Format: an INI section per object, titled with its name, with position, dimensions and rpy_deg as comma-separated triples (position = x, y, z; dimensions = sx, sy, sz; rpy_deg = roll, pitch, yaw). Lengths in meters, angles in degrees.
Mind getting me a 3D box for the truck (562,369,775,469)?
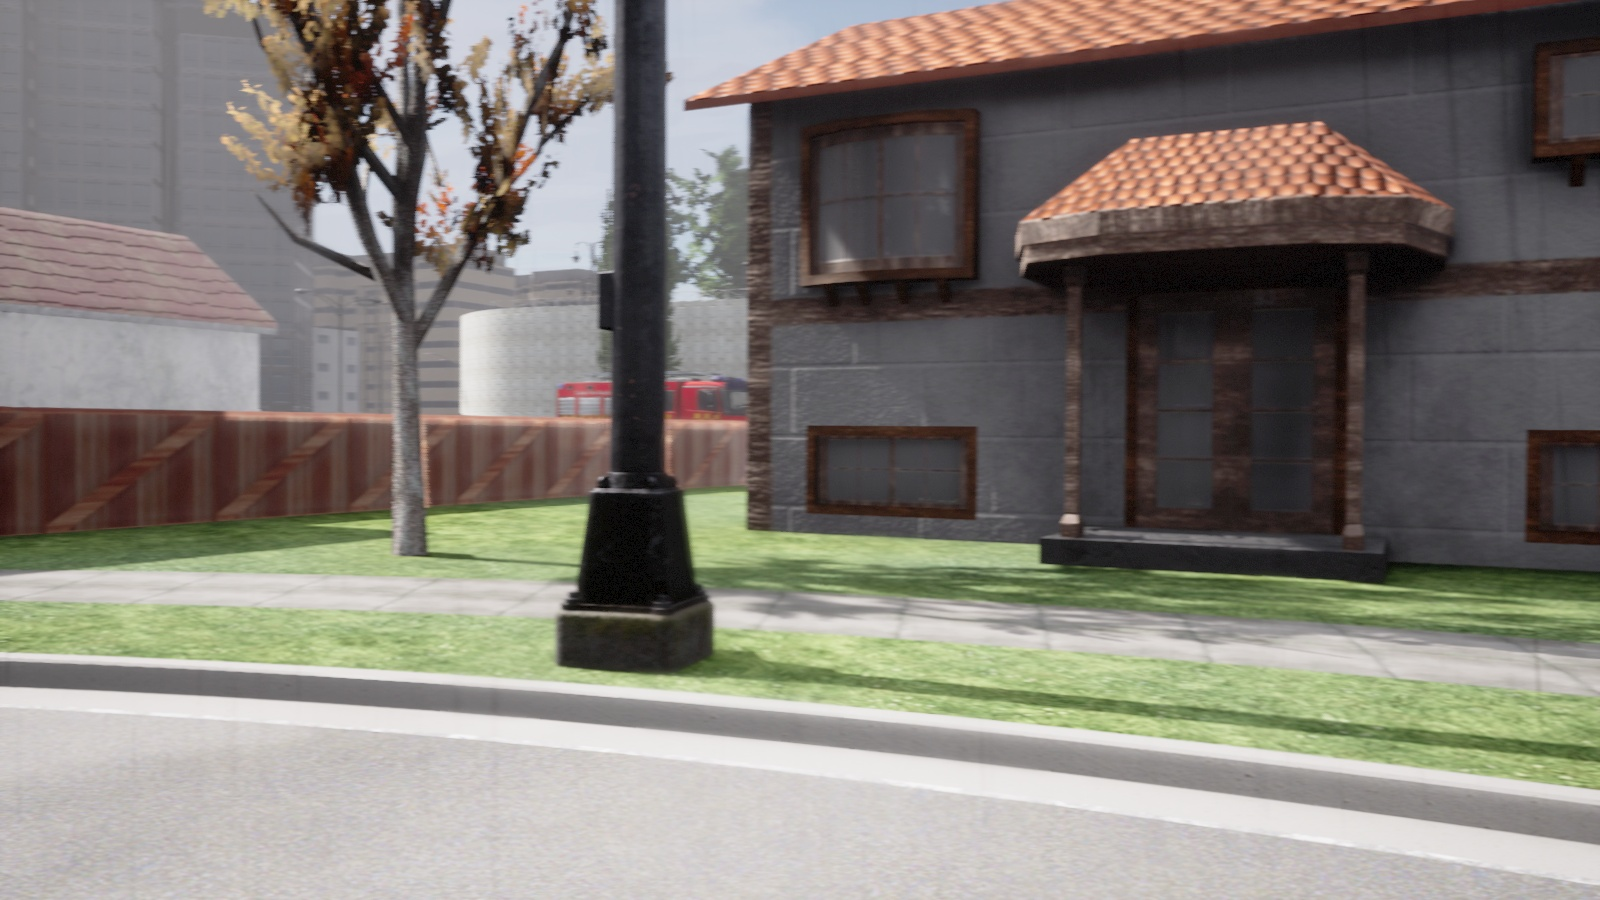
[truck]
position = -5.449, -1.204, 51.542
dimensions = 8.468, 3.827, 2.891
rpy_deg = 0, 1, 27
